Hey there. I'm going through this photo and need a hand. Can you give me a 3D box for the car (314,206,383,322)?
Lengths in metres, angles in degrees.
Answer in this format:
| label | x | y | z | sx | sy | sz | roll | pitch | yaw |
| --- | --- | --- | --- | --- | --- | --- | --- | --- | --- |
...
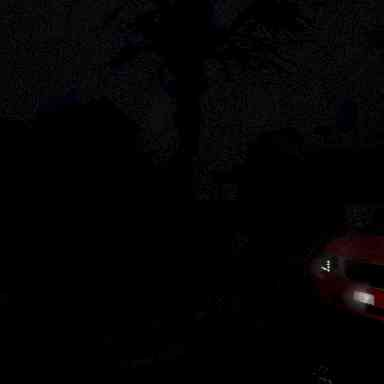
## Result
| label | x | y | z | sx | sy | sz | roll | pitch | yaw |
| --- | --- | --- | --- | --- | --- | --- | --- | --- | --- |
| car | 4.761 | 1.177 | 6.471 | 5.566 | 2.045 | 2.150 | 0 | 0 | -36 |
